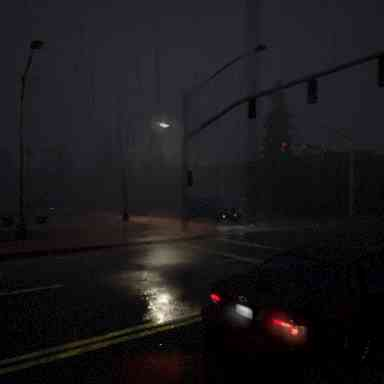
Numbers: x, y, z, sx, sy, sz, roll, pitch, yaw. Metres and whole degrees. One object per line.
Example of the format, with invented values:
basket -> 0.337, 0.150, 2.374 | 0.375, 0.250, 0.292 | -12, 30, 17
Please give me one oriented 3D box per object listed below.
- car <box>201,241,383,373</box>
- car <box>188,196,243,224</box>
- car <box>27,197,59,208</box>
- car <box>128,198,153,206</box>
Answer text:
car -> 2.693, 1.591, 5.726 | 5.357, 1.411, 2.033 | 1, 0, -36
car -> 1.596, 1.355, 26.814 | 2.150, 2.045, 5.566 | 1, 0, -36
car -> -21.652, 1.561, 48.456 | 5.008, 1.535, 1.882 | 1, -1, 22
car -> -8.645, 1.723, 57.683 | 4.718, 1.301, 1.895 | -3, 1, 27
